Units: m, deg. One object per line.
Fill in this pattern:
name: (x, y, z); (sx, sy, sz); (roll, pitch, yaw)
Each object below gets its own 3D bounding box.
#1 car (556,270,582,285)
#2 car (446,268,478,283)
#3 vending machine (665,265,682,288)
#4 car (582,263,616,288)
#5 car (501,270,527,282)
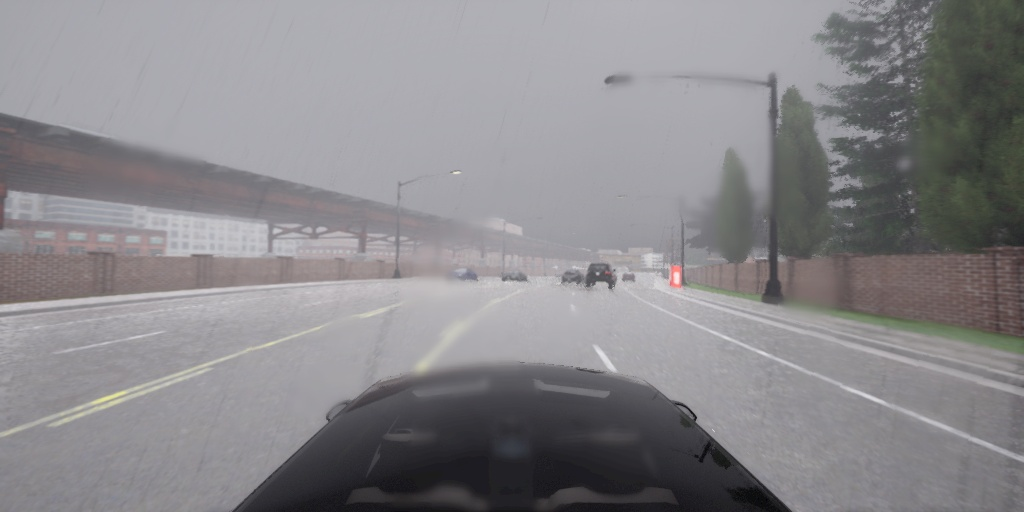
car: (6.545, 2.208, 37.589); (2.128, 1.511, 4.902); (0, -3, 21)
car: (-4.956, 1.920, 36.437); (1.812, 1.442, 4.674); (0, -3, 18)
vending machine: (14.119, 1.810, 31.029); (1.100, 2.100, 0.880); (0, 0, 19)
car: (8.107, 1.739, 32.400); (2.150, 2.045, 5.566); (0, -3, 21)
car: (0.296, 2.272, 40.913); (1.994, 1.385, 4.181); (0, -3, 21)
